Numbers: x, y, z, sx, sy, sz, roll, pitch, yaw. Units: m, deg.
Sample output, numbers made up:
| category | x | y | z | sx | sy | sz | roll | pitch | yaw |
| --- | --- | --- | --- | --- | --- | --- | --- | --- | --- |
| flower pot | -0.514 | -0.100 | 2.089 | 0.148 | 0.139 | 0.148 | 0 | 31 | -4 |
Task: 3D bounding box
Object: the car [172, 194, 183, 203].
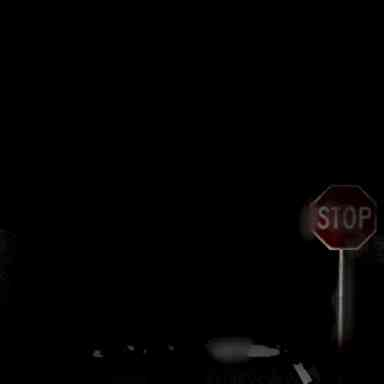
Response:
| category | x | y | z | sx | sy | sz | roll | pitch | yaw |
| --- | --- | --- | --- | --- | --- | --- | --- | --- | --- |
| car | -2.817 | 1.231 | 65.518 | 2.097 | 1.767 | 4.553 | 0 | 0 | 0 |
